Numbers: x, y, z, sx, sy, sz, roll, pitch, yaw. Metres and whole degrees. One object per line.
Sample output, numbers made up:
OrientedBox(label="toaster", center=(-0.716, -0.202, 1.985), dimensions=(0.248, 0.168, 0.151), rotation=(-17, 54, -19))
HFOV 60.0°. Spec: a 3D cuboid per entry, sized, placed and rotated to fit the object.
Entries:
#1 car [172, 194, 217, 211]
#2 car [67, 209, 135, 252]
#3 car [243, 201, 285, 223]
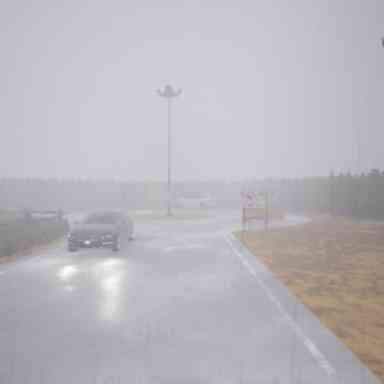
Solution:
OrientedBox(label="car", center=(0.304, 1.213, 40.976), dimensions=(5.566, 2.045, 2.150), rotation=(0, -1, 23))
OrientedBox(label="car", center=(-3.603, 1.509, 13.898), dimensions=(1.837, 1.490, 4.892), rotation=(0, -1, 0))
OrientedBox(label="car", center=(5.705, 1.465, 25.964), dimensions=(1.882, 1.535, 5.008), rotation=(0, 0, 35))
